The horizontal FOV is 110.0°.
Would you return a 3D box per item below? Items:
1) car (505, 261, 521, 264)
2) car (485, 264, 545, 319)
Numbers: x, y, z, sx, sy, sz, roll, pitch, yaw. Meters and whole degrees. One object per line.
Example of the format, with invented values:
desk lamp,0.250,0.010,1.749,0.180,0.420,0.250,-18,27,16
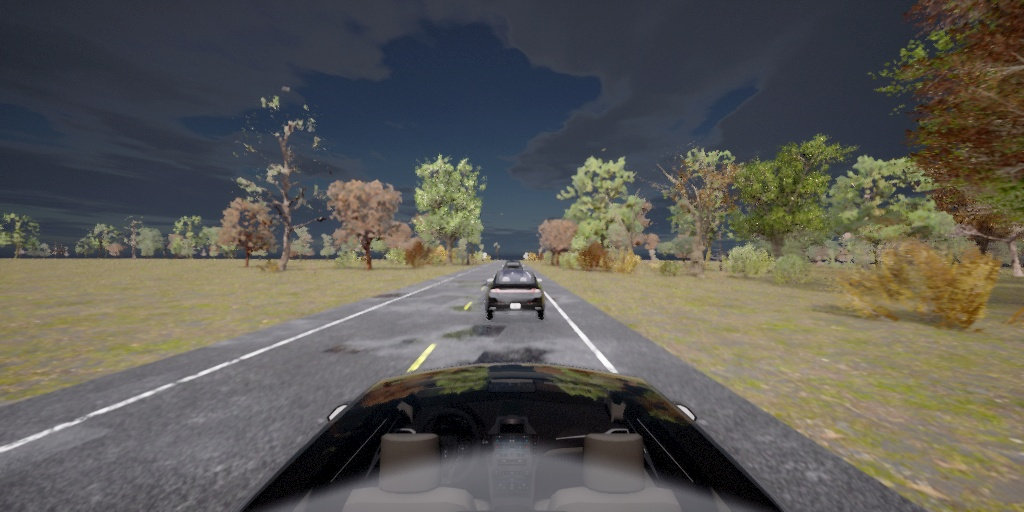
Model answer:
car,0.103,1.208,32.978,1.837,1.490,4.892,0,0,0
car,0.101,1.224,12.735,2.128,1.511,4.902,0,0,0
